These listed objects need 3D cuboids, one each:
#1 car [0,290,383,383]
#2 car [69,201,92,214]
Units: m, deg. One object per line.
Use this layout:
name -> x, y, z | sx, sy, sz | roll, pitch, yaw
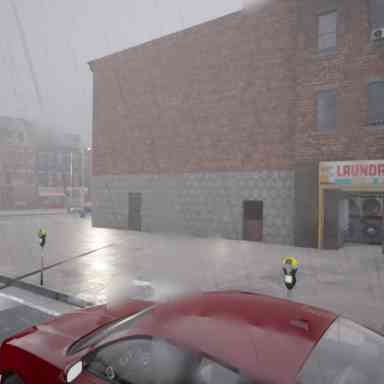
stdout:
car -> 0.137, 1.544, 2.700 | 4.507, 1.381, 1.887 | 0, 1, 36
car -> -12.329, 1.880, 39.954 | 2.128, 1.511, 4.902 | 1, 0, 36
